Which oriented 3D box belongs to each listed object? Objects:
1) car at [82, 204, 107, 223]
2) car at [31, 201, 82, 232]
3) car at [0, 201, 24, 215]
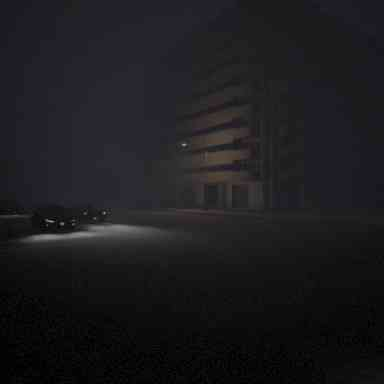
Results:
[{"bbox_3d":[-8.446,1.661,26.381,1.895,1.301,4.718,0,0,-36],"label":"car"},{"bbox_3d":[-8.734,1.563,20.814,1.837,1.490,4.892,0,0,-35],"label":"car"},{"bbox_3d":[-18.914,1.605,34.772,2.033,1.411,5.357,0,0,-36],"label":"car"}]
